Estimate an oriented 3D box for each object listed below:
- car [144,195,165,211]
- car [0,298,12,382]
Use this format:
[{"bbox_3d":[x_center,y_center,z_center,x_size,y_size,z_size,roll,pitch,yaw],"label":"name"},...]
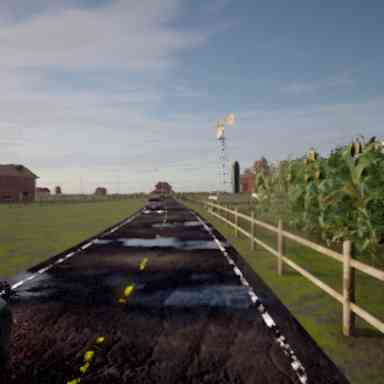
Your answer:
[{"bbox_3d":[-4.545,1.445,39.936,1.812,1.442,4.674,1,0,-5],"label":"car"},{"bbox_3d":[-2.887,1.504,1.739,1.837,1.490,4.892,0,0,0],"label":"car"}]
